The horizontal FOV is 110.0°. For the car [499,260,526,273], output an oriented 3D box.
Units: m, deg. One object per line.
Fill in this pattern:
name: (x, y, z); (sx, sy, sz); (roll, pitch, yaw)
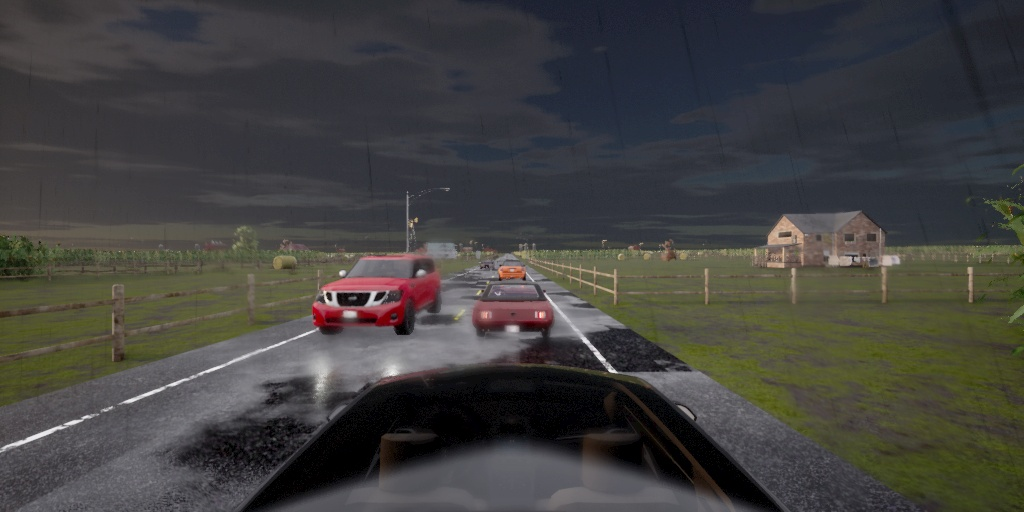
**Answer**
car: (0.017, 1.088, 29.010); (2.097, 1.767, 4.553); (0, 0, 0)

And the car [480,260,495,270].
car: (-3.614, 1.268, 52.988); (1.994, 1.385, 4.181); (0, 0, 0)

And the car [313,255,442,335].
car: (-3.614, 0.972, 10.822); (2.150, 2.045, 5.566); (0, 0, 0)

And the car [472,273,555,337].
car: (0.044, 1.350, 10.241); (1.895, 1.301, 4.718); (0, 0, 0)
